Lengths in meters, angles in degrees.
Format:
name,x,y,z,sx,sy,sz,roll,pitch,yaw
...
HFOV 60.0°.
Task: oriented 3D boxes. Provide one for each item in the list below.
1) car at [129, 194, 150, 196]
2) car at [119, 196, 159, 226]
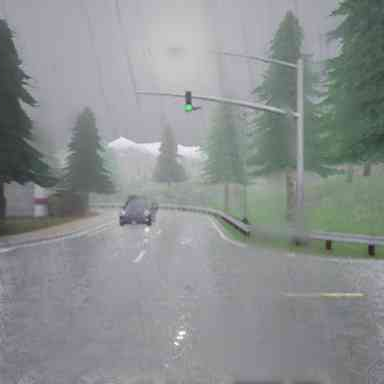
name,x,y,z,sx,sy,sz,roll,pitch,yaw
car,-5.717,1.298,37.872,2.150,2.045,5.566,0,0,-31
car,-3.799,1.401,23.825,2.097,1.767,4.553,0,0,-1
